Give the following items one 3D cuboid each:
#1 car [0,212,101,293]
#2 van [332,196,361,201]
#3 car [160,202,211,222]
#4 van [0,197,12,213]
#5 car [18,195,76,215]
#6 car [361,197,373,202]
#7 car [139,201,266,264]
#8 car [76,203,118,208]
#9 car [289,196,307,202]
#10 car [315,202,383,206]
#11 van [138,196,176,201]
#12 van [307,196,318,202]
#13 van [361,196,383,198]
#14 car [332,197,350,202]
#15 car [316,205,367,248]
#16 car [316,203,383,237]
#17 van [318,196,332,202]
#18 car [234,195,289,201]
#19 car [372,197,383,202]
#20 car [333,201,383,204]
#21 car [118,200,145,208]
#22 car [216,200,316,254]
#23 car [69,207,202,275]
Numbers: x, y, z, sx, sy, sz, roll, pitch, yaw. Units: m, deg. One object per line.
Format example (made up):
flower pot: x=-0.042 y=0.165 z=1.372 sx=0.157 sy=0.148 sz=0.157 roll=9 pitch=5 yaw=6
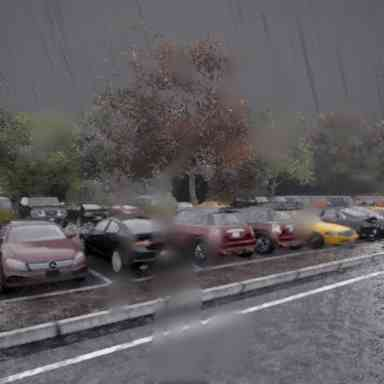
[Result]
car: x=-4.368 y=1.504 z=9.113 sx=2.002 sy=1.452 sz=4.674 roll=0 pitch=0 yaw=-35
van: x=17.596 y=1.457 z=40.639 sx=1.878 sy=1.987 sz=4.442 roll=1 pitch=0 yaw=-36
car: x=-0.646 y=1.586 z=27.806 sx=2.002 sy=1.452 sz=4.674 roll=0 pitch=0 yaw=-35
van: x=-12.001 y=1.237 z=19.875 sx=1.878 sy=1.987 sz=4.442 roll=0 pitch=0 yaw=-35
car: x=-9.658 y=1.228 z=21.362 sx=2.435 sy=2.045 sz=5.566 roll=0 pitch=0 yaw=-35
car: x=19.758 y=1.734 z=42.344 sx=2.163 sy=1.488 sz=4.792 roll=1 pitch=0 yaw=-35
car: x=0.178 y=1.371 z=12.303 sx=2.185 sy=1.767 sz=4.553 roll=0 pitch=0 yaw=-35
car: x=-7.313 y=1.497 z=23.057 sx=2.097 sy=1.535 sz=5.008 roll=0 pitch=0 yaw=-35
car: x=8.506 y=1.362 z=34.275 sx=2.435 sy=2.045 sz=5.566 roll=0 pitch=0 yaw=-35
car: x=9.206 y=1.565 z=18.767 sx=2.231 sy=1.521 sz=4.892 roll=0 pitch=0 yaw=-35
van: x=-2.969 y=1.303 z=26.295 sx=1.878 sy=1.987 sz=4.442 roll=0 pitch=0 yaw=-35
van: x=10.815 y=1.404 z=35.807 sx=1.878 sy=1.987 sz=4.442 roll=0 pitch=0 yaw=-35
van: x=24.119 y=1.541 z=45.552 sx=1.878 sy=1.987 sz=4.442 roll=1 pitch=-1 yaw=-35
car: x=15.259 y=1.663 z=39.116 sx=2.097 sy=1.535 sz=5.008 roll=0 pitch=0 yaw=-35
car: x=4.792 y=1.527 z=15.394 sx=1.946 sy=1.575 sz=5.366 roll=0 pitch=0 yaw=-35
car: x=6.951 y=1.548 z=17.148 sx=2.231 sy=1.521 sz=4.892 roll=0 pitch=0 yaw=-35
van: x=12.938 y=1.420 z=37.603 sx=1.878 sy=1.987 sz=4.442 roll=0 pitch=0 yaw=-35
car: x=6.249 y=1.345 z=32.670 sx=2.435 sy=2.045 sz=5.566 roll=0 pitch=0 yaw=-35
car: x=21.909 y=1.762 z=43.873 sx=2.163 sy=1.488 sz=4.792 roll=1 pitch=-1 yaw=-35
car: x=11.580 y=1.577 z=20.219 sx=1.946 sy=1.575 sz=5.366 roll=0 pitch=0 yaw=-35
car: x=-5.057 y=1.553 z=24.665 sx=2.002 sy=1.452 sz=4.674 roll=0 pitch=0 yaw=-35
car: x=2.441 y=1.388 z=13.911 sx=2.185 sy=1.767 sz=4.553 roll=0 pitch=0 yaw=-35
car: x=-2.100 y=1.480 z=10.715 sx=2.097 sy=1.535 sz=5.008 roll=0 pitch=0 yaw=-35
